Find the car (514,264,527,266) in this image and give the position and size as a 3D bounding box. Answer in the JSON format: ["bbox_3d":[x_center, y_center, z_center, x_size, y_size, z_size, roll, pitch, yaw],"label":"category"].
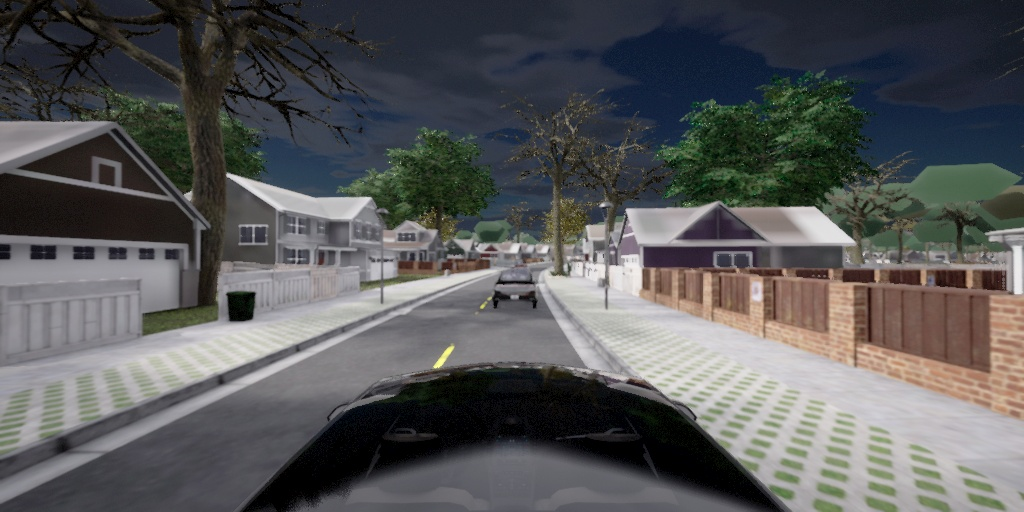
[{"bbox_3d":[0.875,1.607,30.817,1.895,1.301,4.718,0,0,4],"label":"car"}]

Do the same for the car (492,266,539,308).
[{"bbox_3d":[0.178,1.374,16.074,2.128,1.511,4.902,0,0,2],"label":"car"}]
